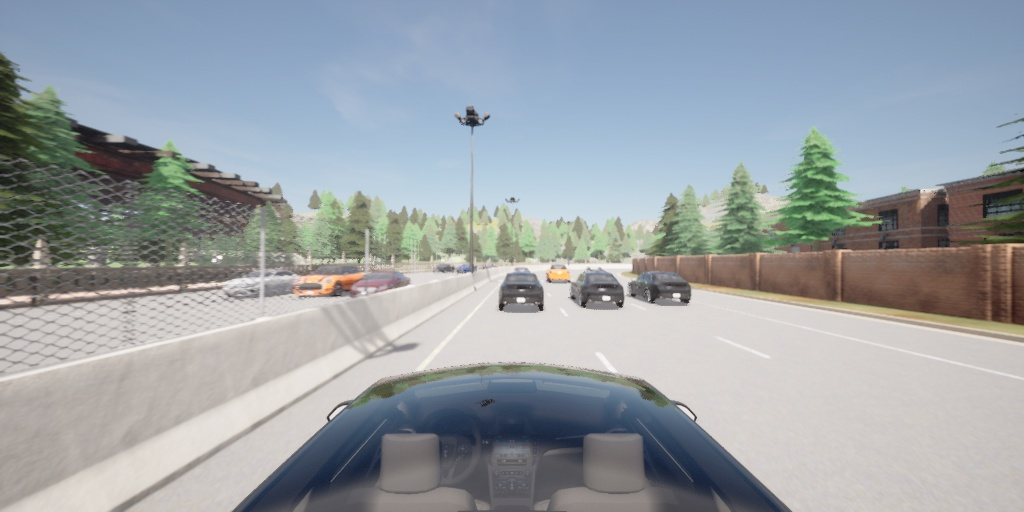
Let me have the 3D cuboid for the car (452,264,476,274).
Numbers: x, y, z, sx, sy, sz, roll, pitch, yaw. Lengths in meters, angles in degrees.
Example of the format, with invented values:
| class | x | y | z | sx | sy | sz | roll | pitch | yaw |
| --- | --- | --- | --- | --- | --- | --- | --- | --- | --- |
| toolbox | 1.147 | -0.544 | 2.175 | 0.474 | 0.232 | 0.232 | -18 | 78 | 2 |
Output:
| class | x | y | z | sx | sy | sz | roll | pitch | yaw |
| --- | --- | --- | --- | --- | --- | --- | --- | --- | --- |
| car | -7.198 | 1.972 | 55.984 | 1.882 | 1.535 | 5.008 | 0 | -1 | 13 |

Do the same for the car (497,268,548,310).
| class | x | y | z | sx | sy | sz | roll | pitch | yaw |
| --- | --- | --- | --- | --- | --- | --- | --- | --- | --- |
| car | 0.413 | 1.466 | 16.033 | 1.837 | 1.490 | 4.892 | 0 | -1 | 2 |

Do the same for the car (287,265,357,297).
| class | x | y | z | sx | sy | sz | roll | pitch | yaw |
| --- | --- | --- | --- | --- | --- | --- | --- | --- | --- |
| car | -10.164 | 1.309 | 20.406 | 2.097 | 1.767 | 4.553 | 0 | -1 | 2 |

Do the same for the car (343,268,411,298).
| class | x | y | z | sx | sy | sz | roll | pitch | yaw |
| --- | --- | --- | --- | --- | --- | --- | --- | --- | --- |
| car | -6.707 | 1.483 | 18.879 | 1.812 | 1.442 | 4.674 | 0 | -1 | 2 |

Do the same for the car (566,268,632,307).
| class | x | y | z | sx | sy | sz | roll | pitch | yaw |
| --- | --- | --- | --- | --- | --- | --- | --- | --- | --- |
| car | 3.944 | 1.506 | 17.139 | 1.837 | 1.490 | 4.892 | 0 | 0 | 2 |

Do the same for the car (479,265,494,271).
| class | x | y | z | sx | sy | sz | roll | pitch | yaw |
| --- | --- | --- | --- | --- | --- | --- | --- | --- | --- |
| car | -3.669 | 2.077 | 55.794 | 1.994 | 1.385 | 4.181 | 0 | -1 | 12 |

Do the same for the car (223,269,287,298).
| class | x | y | z | sx | sy | sz | roll | pitch | yaw |
| --- | --- | --- | --- | --- | --- | --- | --- | --- | --- |
| car | -13.677 | 1.456 | 20.093 | 1.812 | 1.442 | 4.674 | 0 | -1 | 2 |

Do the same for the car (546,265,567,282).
| class | x | y | z | sx | sy | sz | roll | pitch | yaw |
| --- | --- | --- | --- | --- | --- | --- | --- | --- | --- |
| car | 4.463 | 1.616 | 35.149 | 2.097 | 1.767 | 4.553 | 0 | -1 | 2 |

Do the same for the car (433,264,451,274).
| class | x | y | z | sx | sy | sz | roll | pitch | yaw |
| --- | --- | --- | --- | --- | --- | --- | --- | --- | --- |
| car | -10.698 | 1.956 | 56.426 | 1.882 | 1.535 | 5.008 | 0 | -1 | 12 |

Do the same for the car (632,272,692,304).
| class | x | y | z | sx | sy | sz | roll | pitch | yaw |
| --- | --- | --- | --- | --- | --- | --- | --- | --- | --- |
| car | 7.483 | 1.549 | 18.571 | 1.837 | 1.490 | 4.892 | 0 | 0 | 2 |
